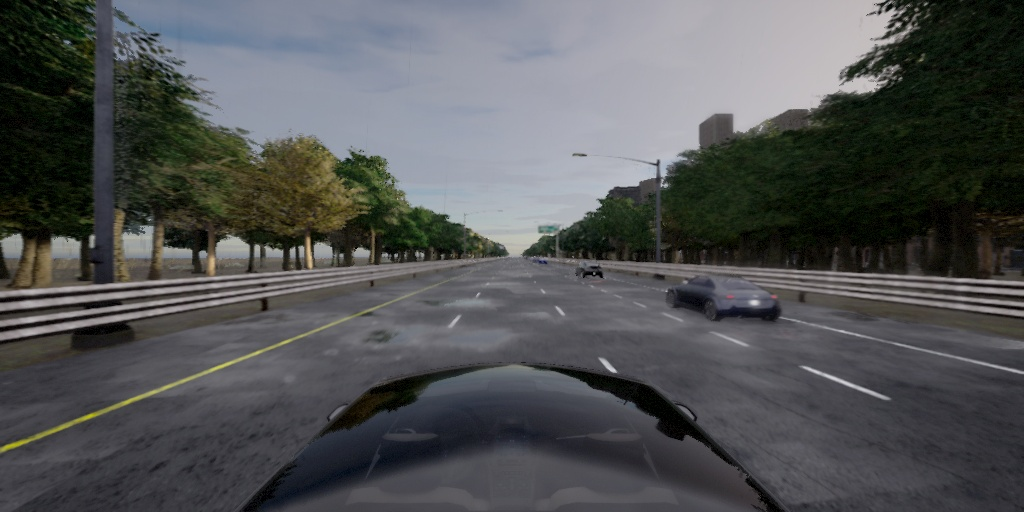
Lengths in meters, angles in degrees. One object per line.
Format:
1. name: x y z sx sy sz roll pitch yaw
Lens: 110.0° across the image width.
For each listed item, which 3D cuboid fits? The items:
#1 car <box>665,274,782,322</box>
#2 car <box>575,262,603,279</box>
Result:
1. car: 7.001 1.321 12.363 1.994 1.385 4.181 0 0 0
2. car: 7.037 1.273 33.010 1.837 1.490 4.892 0 0 0
